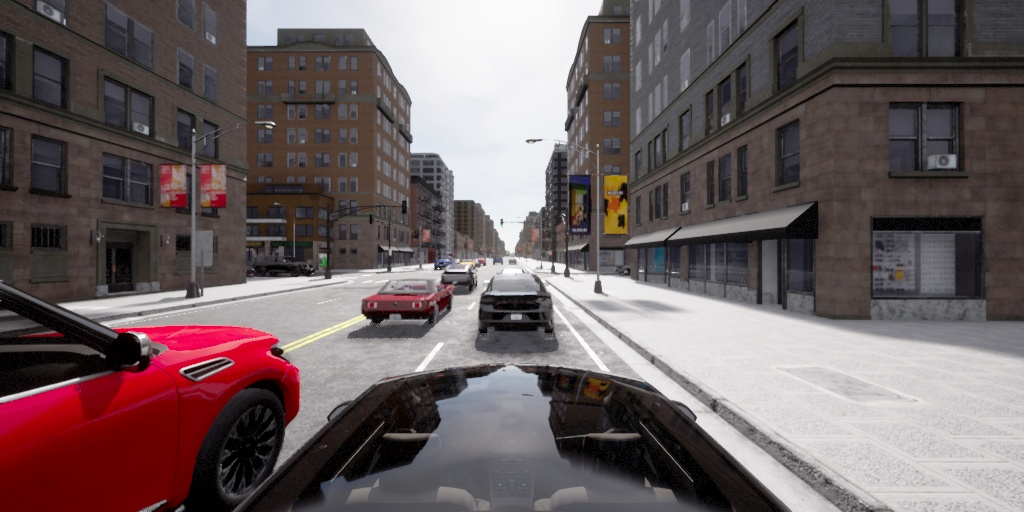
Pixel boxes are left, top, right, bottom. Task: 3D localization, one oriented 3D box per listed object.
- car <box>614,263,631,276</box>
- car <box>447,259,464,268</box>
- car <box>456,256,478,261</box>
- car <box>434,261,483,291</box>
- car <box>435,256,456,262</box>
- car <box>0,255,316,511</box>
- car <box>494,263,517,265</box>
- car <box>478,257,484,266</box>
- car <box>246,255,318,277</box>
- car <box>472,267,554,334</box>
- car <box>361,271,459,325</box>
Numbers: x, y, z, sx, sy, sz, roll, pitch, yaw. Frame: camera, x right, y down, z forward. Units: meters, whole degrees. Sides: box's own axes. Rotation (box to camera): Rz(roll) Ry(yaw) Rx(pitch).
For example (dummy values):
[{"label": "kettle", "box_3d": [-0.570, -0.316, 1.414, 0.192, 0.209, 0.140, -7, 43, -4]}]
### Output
[{"label": "car", "box_3d": [13.296, 1.277, 37.760, 4.902, 1.511, 2.128, 0, 0, 0]}, {"label": "car", "box_3d": [-9.722, 1.228, 61.894, 2.128, 1.511, 4.902, 0, 0, 0]}, {"label": "car", "box_3d": [-6.513, 1.219, 52.461, 1.882, 1.535, 5.008, 0, 0, 0]}, {"label": "car", "box_3d": [-3.157, 1.241, 21.959, 2.128, 1.511, 4.902, 0, 0, -1]}, {"label": "car", "box_3d": [-9.757, 0.963, 52.082, 2.150, 2.045, 5.566, 0, 0, 0]}, {"label": "car", "box_3d": [-3.150, 0.972, 1.125, 2.150, 2.045, 5.566, 0, 0, 0]}, {"label": "car", "box_3d": [0.045, 1.312, 20.455, 1.994, 1.385, 4.181, 0, 0, 1]}, {"label": "car", "box_3d": [-6.480, 1.301, 61.455, 1.994, 1.385, 4.181, 0, 0, 0]}, {"label": "car", "box_3d": [-22.133, 0.962, 34.702, 5.566, 2.045, 2.150, 0, 0, 0]}, {"label": "car", "box_3d": [0.110, 1.227, 10.621, 1.882, 1.535, 5.008, 0, 0, 0]}, {"label": "car", "box_3d": [-3.133, 1.350, 11.875, 1.895, 1.301, 4.718, 0, 0, 0]}]
